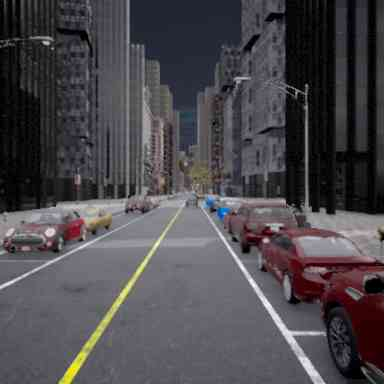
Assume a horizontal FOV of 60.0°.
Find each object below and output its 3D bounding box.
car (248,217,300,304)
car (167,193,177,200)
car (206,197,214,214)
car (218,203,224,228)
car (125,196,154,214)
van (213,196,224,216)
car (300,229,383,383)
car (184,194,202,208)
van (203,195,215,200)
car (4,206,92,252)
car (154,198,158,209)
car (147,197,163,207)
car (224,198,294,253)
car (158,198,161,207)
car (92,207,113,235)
[{"bbox_3d":[2.761,1.544,8.019,1.887,1.381,4.507,0,0,0],"label":"car"},{"bbox_3d":[-5.959,1.562,94.301,2.008,1.369,4.403,0,0,-1],"label":"car"},{"bbox_3d":[2.761,1.565,35.582,1.947,1.339,4.313,0,0,0],"label":"car"},{"bbox_3d":[2.761,1.544,19.044,1.887,1.381,4.507,0,0,0],"label":"car"},{"bbox_3d":[-5.765,1.314,35.579,2.192,1.841,5.009,0,0,0],"label":"car"},{"bbox_3d":[2.761,1.340,24.557,1.690,1.788,3.998,0,0,0],"label":"van"},{"bbox_3d":[2.761,1.315,2.506,2.192,1.841,5.009,0,0,0],"label":"car"},{"bbox_3d":[0.014,1.493,49.121,2.128,1.511,4.902,0,0,0],"label":"car"},{"bbox_3d":[2.760,1.341,46.607,1.690,1.788,3.998,0,0,0],"label":"van"},{"bbox_3d":[-5.764,1.440,13.526,1.967,1.590,4.097,0,0,0],"label":"car"},{"bbox_3d":[-5.765,1.550,41.092,2.008,1.369,4.403,0,0,0],"label":"car"},{"bbox_3d":[-5.765,1.551,52.118,2.008,1.369,4.403,0,0,0],"label":"car"},{"bbox_3d":[2.761,1.314,13.532,2.192,1.841,5.009,0,0,0],"label":"car"},{"bbox_3d":[-5.765,1.525,46.435,1.752,1.417,4.829,0,0,0],"label":"car"},{"bbox_3d":[-5.764,1.525,18.869,1.752,1.417,4.829,0,0,0],"label":"car"}]
